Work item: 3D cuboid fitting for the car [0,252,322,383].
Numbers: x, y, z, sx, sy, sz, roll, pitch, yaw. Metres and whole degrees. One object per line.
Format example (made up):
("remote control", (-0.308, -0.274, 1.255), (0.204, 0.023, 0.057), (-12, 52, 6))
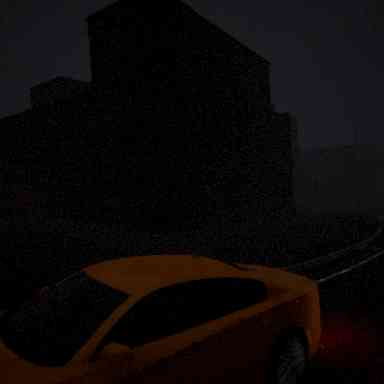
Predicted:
("car", (-0.598, 1.499, 3.561), (5.008, 1.535, 1.882), (0, 0, -38))
